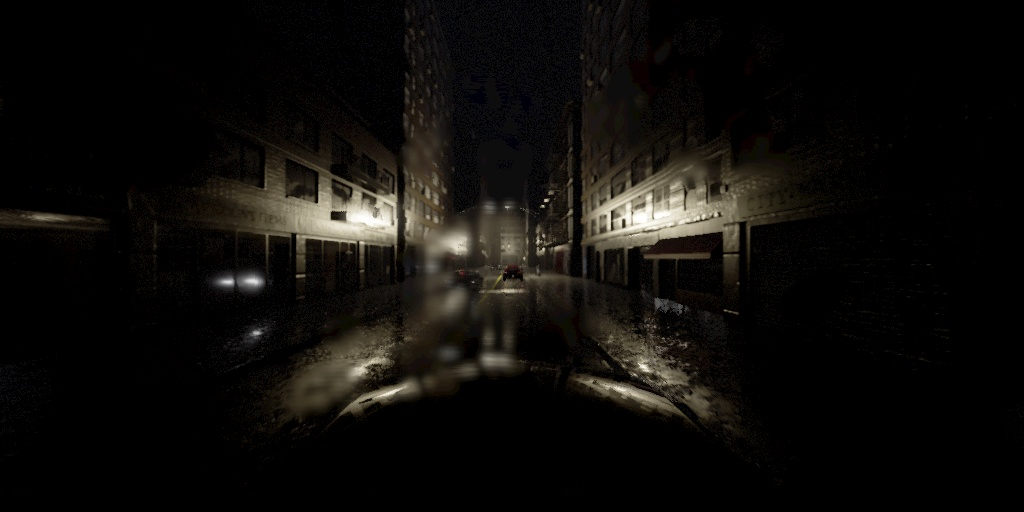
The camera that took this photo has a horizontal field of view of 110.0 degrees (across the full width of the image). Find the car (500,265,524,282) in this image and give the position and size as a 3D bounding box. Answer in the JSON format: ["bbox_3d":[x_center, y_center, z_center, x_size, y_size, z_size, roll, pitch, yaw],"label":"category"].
[{"bbox_3d":[0.093,1.648,34.292,1.812,1.442,4.674,0,-1,0],"label":"car"}]

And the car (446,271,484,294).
[{"bbox_3d":[-2.853,1.592,22.425,1.895,1.301,4.718,0,-1,0],"label":"car"}]

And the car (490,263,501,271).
[{"bbox_3d":[-2.805,1.946,63.809,1.837,1.490,4.892,0,-1,0],"label":"car"}]
